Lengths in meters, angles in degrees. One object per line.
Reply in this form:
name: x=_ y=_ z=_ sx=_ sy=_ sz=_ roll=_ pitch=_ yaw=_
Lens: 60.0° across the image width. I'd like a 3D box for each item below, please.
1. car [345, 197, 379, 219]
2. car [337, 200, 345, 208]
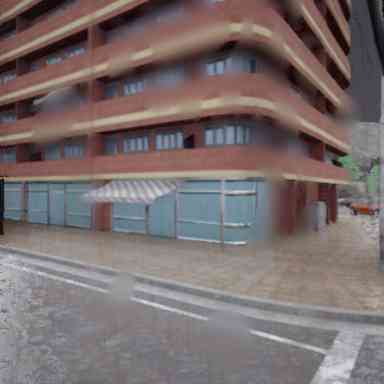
car: x=15.828 y=1.291 z=28.672 sx=2.097 sy=1.767 sz=4.553 roll=0 pitch=0 yaw=-11
car: x=21.567 y=1.433 z=44.366 sx=1.812 sy=1.442 sz=4.674 roll=0 pitch=0 yaw=-27
